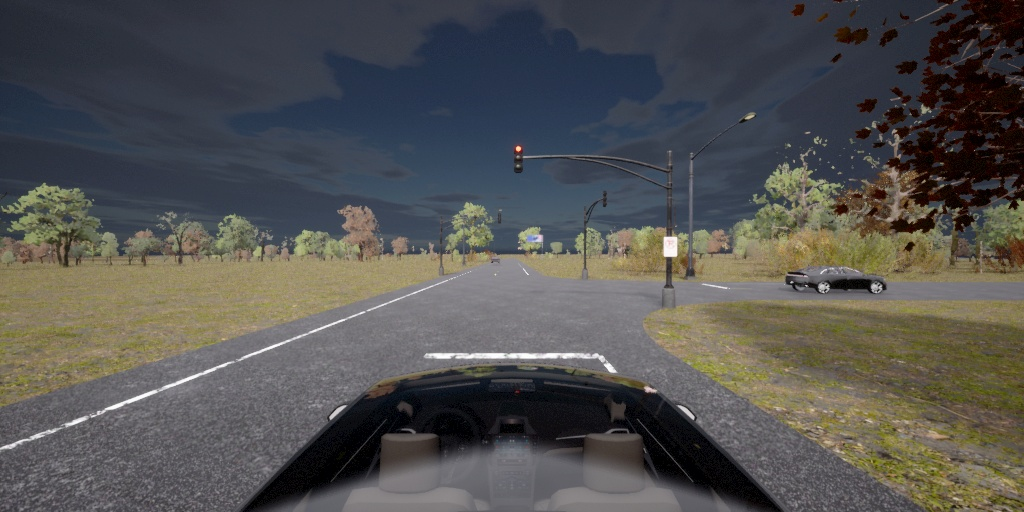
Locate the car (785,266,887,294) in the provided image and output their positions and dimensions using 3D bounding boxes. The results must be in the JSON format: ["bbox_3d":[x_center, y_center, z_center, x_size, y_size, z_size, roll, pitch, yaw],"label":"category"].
[{"bbox_3d":[18.329,1.309,20.360,4.902,1.511,2.128,0,1,0],"label":"car"}]
